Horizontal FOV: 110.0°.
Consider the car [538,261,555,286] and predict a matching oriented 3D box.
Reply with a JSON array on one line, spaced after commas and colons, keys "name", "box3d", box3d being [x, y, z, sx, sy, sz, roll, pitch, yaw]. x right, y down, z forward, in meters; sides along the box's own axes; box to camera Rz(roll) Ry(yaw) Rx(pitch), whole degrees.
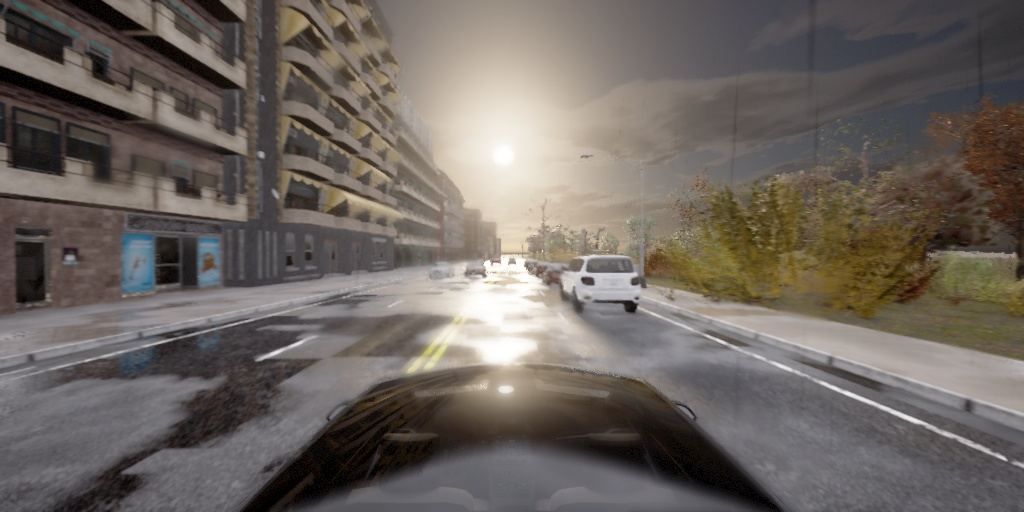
[{"name": "car", "box3d": [3.254, 1.258, 25.197, 2.163, 1.488, 4.792, 0, 0, 0]}]

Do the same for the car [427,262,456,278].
[{"name": "car", "box3d": [-6.577, 1.283, 33.862, 1.812, 1.442, 4.674, 0, 0, 0]}]

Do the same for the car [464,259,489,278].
[{"name": "car", "box3d": [-3.327, 1.283, 33.861, 1.812, 1.442, 4.674, 0, 0, 0]}]

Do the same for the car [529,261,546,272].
[{"name": "car", "box3d": [3.258, 1.363, 47.198, 1.895, 1.301, 4.718, 0, 0, 0]}]

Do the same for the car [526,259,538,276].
[{"name": "car", "box3d": [3.064, 1.236, 36.690, 1.882, 1.535, 5.008, 0, 0, -7]}]

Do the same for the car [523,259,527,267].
[{"name": "car", "box3d": [3.259, 1.272, 58.199, 2.163, 1.488, 4.792, 0, 0, 0]}]

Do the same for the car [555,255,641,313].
[{"name": "car", "box3d": [3.252, 0.972, 14.197, 2.150, 2.045, 5.566, 0, 0, 0]}]
